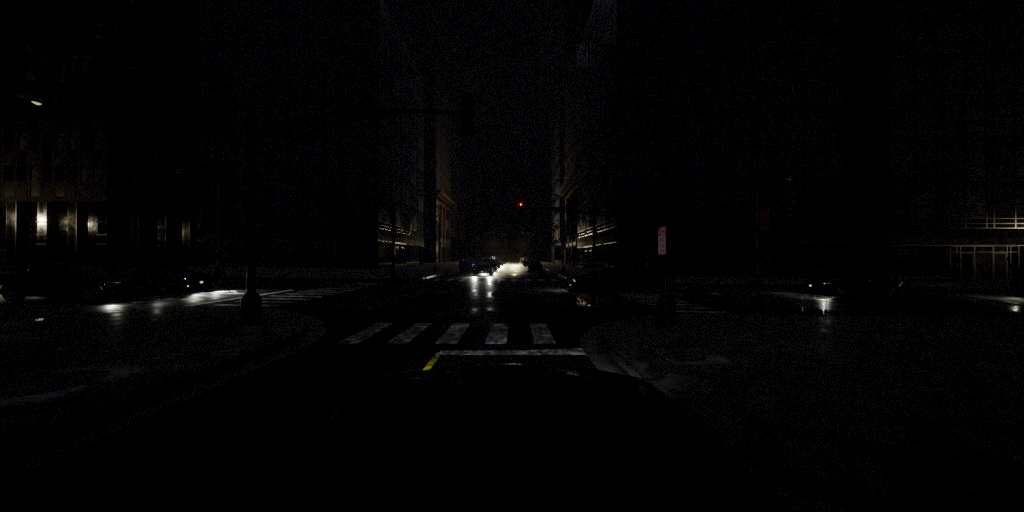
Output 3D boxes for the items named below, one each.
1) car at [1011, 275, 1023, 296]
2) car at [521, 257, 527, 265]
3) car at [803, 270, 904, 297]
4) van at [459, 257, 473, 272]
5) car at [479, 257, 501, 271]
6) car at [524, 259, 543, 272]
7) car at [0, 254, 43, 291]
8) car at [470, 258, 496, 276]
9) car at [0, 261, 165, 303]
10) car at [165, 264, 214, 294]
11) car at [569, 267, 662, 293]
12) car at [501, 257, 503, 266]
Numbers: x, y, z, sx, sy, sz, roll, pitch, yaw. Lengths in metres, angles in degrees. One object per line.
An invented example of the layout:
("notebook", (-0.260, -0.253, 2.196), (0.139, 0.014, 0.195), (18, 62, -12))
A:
("car", (33.079, 1.438, 20.970), (5.566, 2.045, 2.150), (1, 0, 0))
("car", (2.997, 1.270, 62.040), (1.802, 1.307, 4.207), (0, 0, 0))
("car", (19.952, 1.548, 21.051), (4.892, 1.490, 1.837), (1, 0, 0))
("van", (-5.639, 1.058, 45.147), (1.690, 1.789, 3.998), (0, 0, 0))
("car", (-2.869, 1.207, 46.350), (2.128, 1.511, 4.902), (0, 0, 0))
("car", (2.886, 1.283, 45.092), (1.948, 1.339, 4.313), (0, 0, 0))
("car", (-27.026, 0.759, 17.875), (4.553, 1.767, 2.097), (1, 0, 0))
("car", (-2.925, 1.253, 37.232), (1.812, 1.442, 4.674), (0, 0, 0))
("car", (-17.608, 0.993, 14.568), (5.008, 1.535, 1.882), (1, 0, 0))
("car", (-17.417, 1.094, 17.817), (4.181, 1.385, 1.994), (1, 0, 0))
("car", (6.116, 1.383, 21.120), (5.357, 1.411, 2.033), (2, 1, 0))
("car", (-2.788, 1.225, 56.250), (1.812, 1.442, 4.674), (0, 0, 0))
